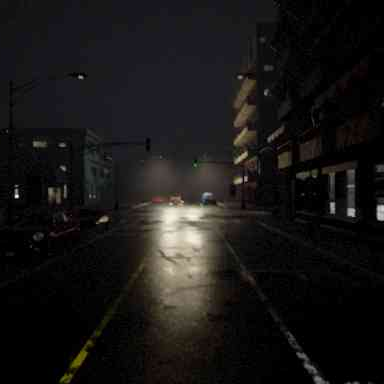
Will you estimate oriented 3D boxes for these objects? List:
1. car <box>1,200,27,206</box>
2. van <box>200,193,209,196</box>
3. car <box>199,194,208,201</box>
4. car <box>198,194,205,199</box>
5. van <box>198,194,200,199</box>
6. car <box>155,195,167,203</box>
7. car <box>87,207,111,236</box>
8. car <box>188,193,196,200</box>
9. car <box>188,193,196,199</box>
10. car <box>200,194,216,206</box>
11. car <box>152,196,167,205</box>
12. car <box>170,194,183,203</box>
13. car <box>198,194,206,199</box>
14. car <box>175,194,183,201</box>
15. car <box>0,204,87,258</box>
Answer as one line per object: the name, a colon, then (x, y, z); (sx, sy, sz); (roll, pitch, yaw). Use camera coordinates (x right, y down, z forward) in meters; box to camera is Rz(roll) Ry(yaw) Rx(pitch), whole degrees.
car: (-19.713, 1.581, 38.296); (4.403, 1.369, 2.008); (0, 0, 1)
van: (2.711, 1.152, 56.078); (1.690, 1.788, 3.998); (1, 0, 0)
car: (2.711, 1.243, 78.571); (1.752, 1.417, 4.829); (1, 0, 0)
car: (2.713, 1.207, 95.144); (1.947, 1.339, 4.313); (1, 0, 0)
van: (2.713, 1.107, 67.240); (1.690, 1.788, 3.998); (1, 0, 0)
car: (-5.672, 1.334, 61.625); (1.887, 1.381, 4.507); (1, 0, 0)
car: (-5.644, 1.493, 17.980); (1.887, 1.381, 4.507); (1, 0, 0)
car: (0.009, 1.254, 80.366); (1.994, 1.385, 4.181); (0, 0, 0)
car: (0.009, 1.049, 90.407); (1.994, 1.385, 4.181); (0, 0, 0)
car: (2.707, 1.384, 50.499); (2.008, 1.369, 4.403); (1, 0, 0)
car: (-5.673, 1.393, 56.044); (1.802, 1.307, 4.206); (1, 0, 0)
car: (-3.020, 1.263, 62.511); (1.882, 1.535, 5.008); (0, 0, 0)
car: (2.712, 1.234, 89.564); (1.947, 1.339, 4.313); (1, 0, 0)
car: (-2.992, 1.221, 78.003); (1.837, 1.490, 4.892); (0, 0, 0)
car: (-5.644, 1.405, 12.334); (1.967, 1.590, 4.097); (1, 0, 0)
